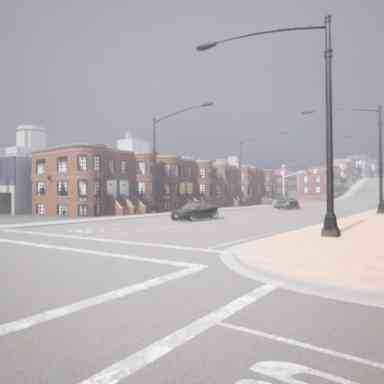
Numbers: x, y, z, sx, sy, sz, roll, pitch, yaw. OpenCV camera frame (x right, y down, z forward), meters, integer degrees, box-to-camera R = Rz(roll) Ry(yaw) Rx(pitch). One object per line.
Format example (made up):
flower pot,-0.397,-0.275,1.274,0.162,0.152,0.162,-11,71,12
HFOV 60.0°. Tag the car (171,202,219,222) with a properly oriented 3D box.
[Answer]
car,0.290,1.595,27.545,1.882,1.535,5.008,-1,0,37

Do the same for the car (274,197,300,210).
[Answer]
car,12.492,1.463,43.808,2.097,1.767,4.553,-1,-1,37
